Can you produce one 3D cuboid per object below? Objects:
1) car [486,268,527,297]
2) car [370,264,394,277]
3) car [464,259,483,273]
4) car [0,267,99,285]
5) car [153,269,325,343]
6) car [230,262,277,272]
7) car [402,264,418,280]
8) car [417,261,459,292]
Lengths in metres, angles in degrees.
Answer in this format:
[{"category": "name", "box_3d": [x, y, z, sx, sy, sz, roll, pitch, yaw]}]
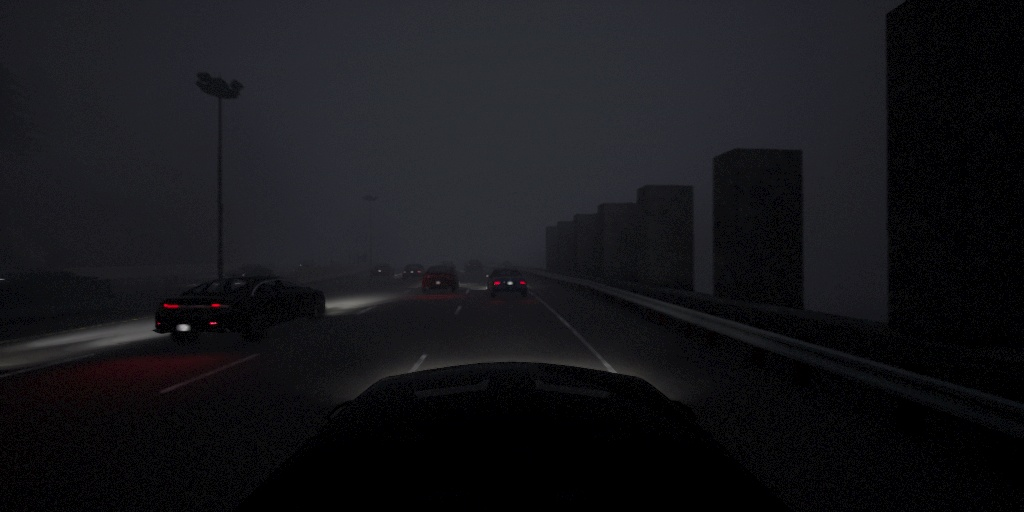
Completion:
[{"category": "car", "box_3d": [-0.361, 1.342, 19.497, 2.033, 1.411, 5.357, 0, 0, -6]}, {"category": "car", "box_3d": [-13.795, 1.480, 38.249, 1.994, 1.385, 4.181, 0, 0, -12]}, {"category": "car", "box_3d": [-5.225, 1.240, 47.847, 2.097, 1.767, 4.553, 0, 0, -14]}, {"category": "car", "box_3d": [-25.202, 1.484, 18.839, 2.033, 1.411, 5.357, 0, 0, -2]}, {"category": "car", "box_3d": [-7.051, 1.302, 10.003, 2.128, 1.511, 4.902, 0, 0, -3]}, {"category": "car", "box_3d": [-23.674, 1.508, 32.561, 2.033, 1.411, 5.357, 0, 0, -9]}, {"category": "car", "box_3d": [-9.069, 1.425, 33.226, 2.033, 1.411, 5.357, 0, 0, -11]}, {"category": "car", "box_3d": [-4.298, 1.300, 21.924, 1.882, 1.535, 5.008, 0, 0, -6]}]
